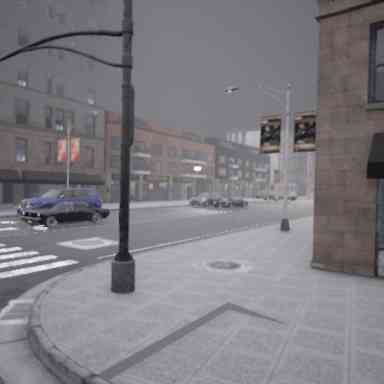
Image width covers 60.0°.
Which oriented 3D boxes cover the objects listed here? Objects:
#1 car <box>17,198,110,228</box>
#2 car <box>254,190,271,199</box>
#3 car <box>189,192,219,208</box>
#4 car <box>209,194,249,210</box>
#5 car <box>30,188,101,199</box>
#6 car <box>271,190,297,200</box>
[{"bbox_3d":[-7.083,1.210,18.908,1.895,1.301,4.718,2,1,35],"label":"car"},{"bbox_3d":[10.962,0.411,49.917,2.097,1.767,4.553,2,1,35],"label":"car"},{"bbox_3d":[1.654,0.801,36.908,2.097,1.767,4.553,2,1,35],"label":"car"},{"bbox_3d":[4.082,1.136,34.730,1.895,1.301,4.718,2,1,35],"label":"car"},{"bbox_3d":[-8.644,0.737,22.326,2.150,2.045,5.566,2,1,35],"label":"car"},{"bbox_3d":[13.614,0.560,48.045,2.097,1.767,4.553,2,1,35],"label":"car"}]
